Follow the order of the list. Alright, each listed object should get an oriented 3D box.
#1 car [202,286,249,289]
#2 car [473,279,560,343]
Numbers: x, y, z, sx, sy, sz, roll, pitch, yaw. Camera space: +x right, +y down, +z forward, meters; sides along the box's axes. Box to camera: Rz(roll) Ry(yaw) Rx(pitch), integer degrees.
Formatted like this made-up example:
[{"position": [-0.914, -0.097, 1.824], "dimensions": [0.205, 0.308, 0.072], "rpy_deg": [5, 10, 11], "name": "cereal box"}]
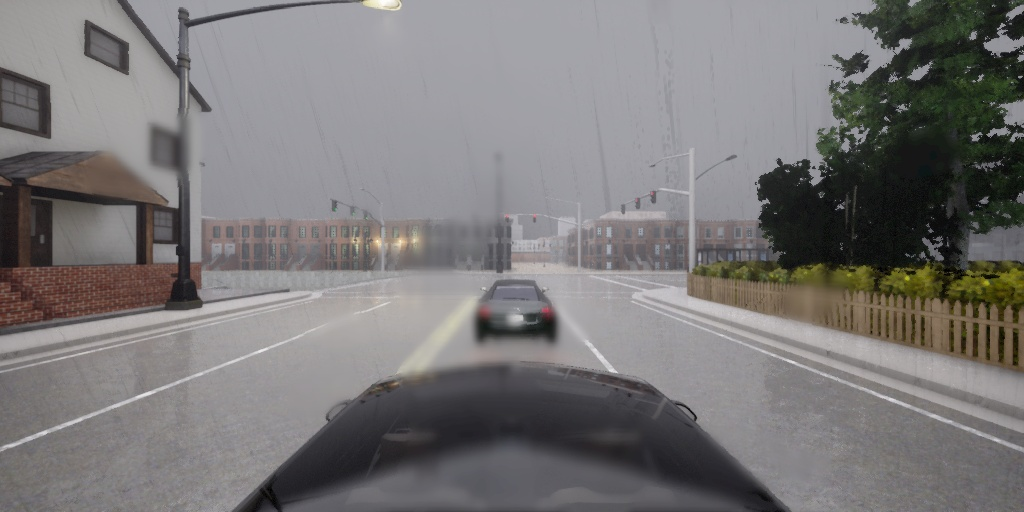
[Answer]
[{"position": [-22.438, 3.306, 26.907], "dimensions": [5.566, 2.045, 2.150], "rpy_deg": [-13, 1, -1], "name": "car"}, {"position": [0.099, 1.313, 9.657], "dimensions": [1.994, 1.385, 4.181], "rpy_deg": [0, 0, 0], "name": "car"}]
